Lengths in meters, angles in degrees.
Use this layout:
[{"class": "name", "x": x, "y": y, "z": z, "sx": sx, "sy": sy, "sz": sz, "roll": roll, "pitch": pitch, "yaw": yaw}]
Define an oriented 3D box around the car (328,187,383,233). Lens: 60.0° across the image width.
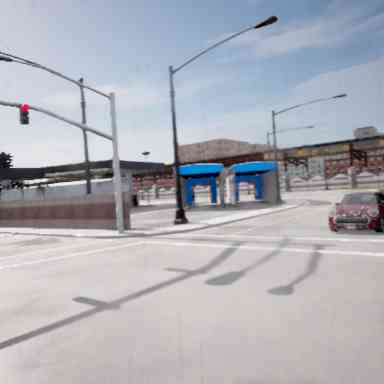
[{"class": "car", "x": 7.930, "y": 0.793, "z": 15.520, "sx": 2.097, "sy": 1.767, "sz": 4.553, "roll": -4, "pitch": 0, "yaw": 38}]
